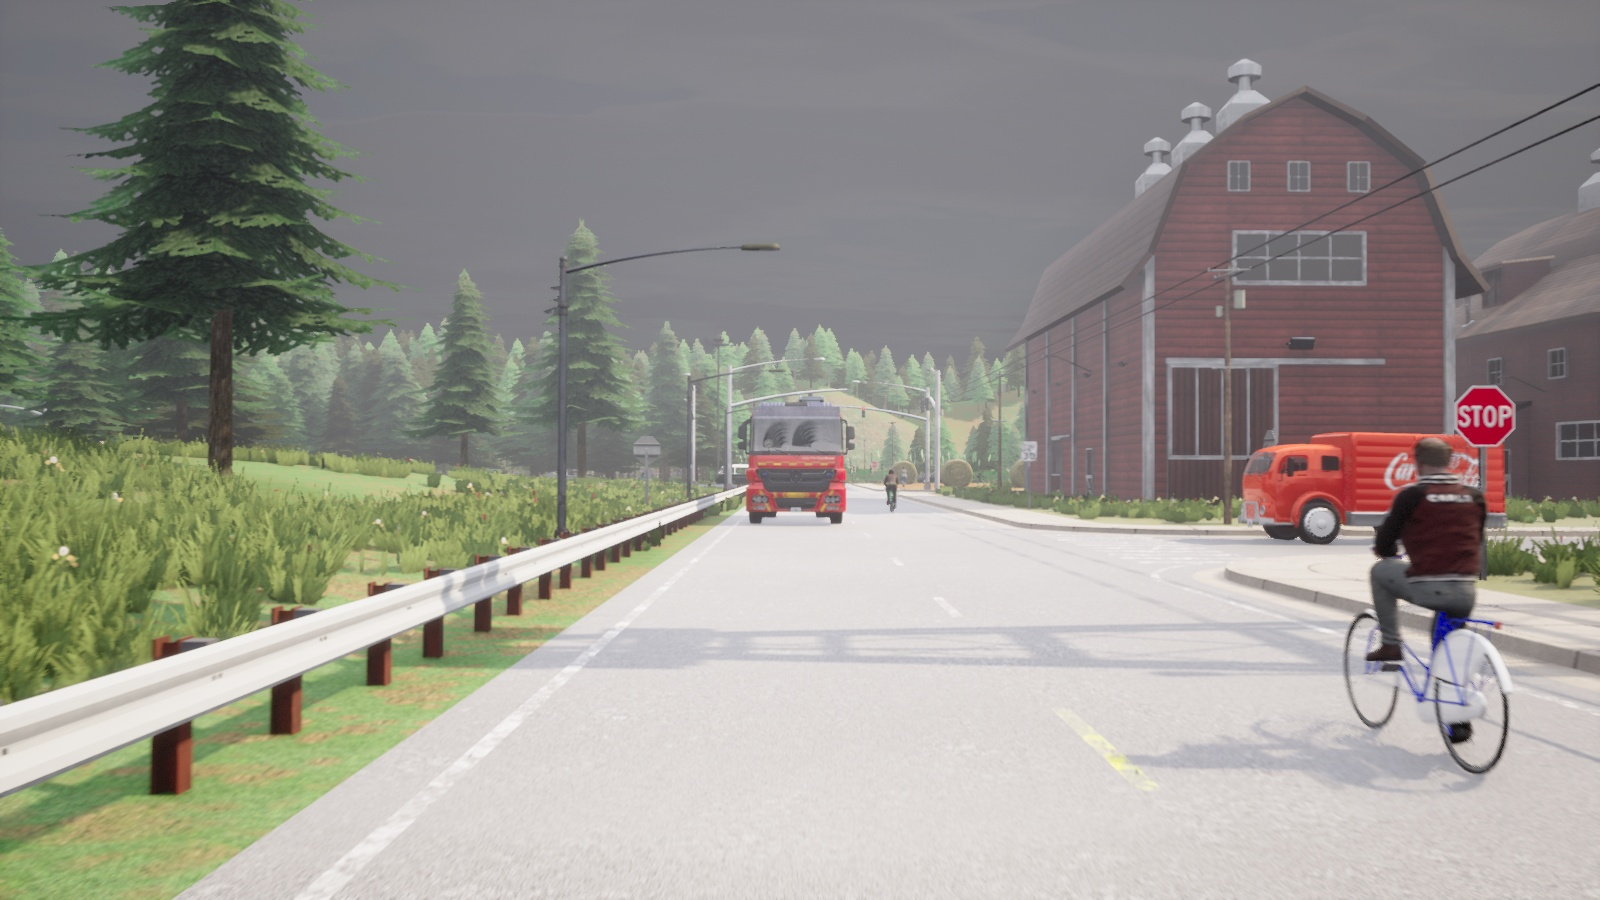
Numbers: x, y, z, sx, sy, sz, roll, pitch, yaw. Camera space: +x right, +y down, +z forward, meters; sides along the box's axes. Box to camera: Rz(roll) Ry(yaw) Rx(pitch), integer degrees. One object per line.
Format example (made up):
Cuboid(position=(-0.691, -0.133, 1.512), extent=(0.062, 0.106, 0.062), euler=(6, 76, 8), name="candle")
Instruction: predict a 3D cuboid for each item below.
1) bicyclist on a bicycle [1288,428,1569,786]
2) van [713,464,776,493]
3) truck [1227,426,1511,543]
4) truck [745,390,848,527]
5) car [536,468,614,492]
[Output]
Cuboid(position=(3.480, 0.791, 7.165), extent=(0.659, 1.776, 1.843), euler=(0, -1, 0), name="bicyclist on a bicycle")
Cuboid(position=(-3.970, 2.053, 90.871), extent=(4.480, 2.038, 2.069), euler=(0, -1, -1), name="van")
Cuboid(position=(12.697, 0.761, 28.327), extent=(5.204, 2.467, 2.627), euler=(1, -1, -1), name="truck")
Cuboid(position=(-0.111, 0.313, 39.660), extent=(2.891, 3.827, 8.468), euler=(0, -1, 0), name="truck")
Cuboid(position=(-15.571, 2.083, 87.128), extent=(5.027, 1.651, 2.152), euler=(0, -1, -1), name="car")
